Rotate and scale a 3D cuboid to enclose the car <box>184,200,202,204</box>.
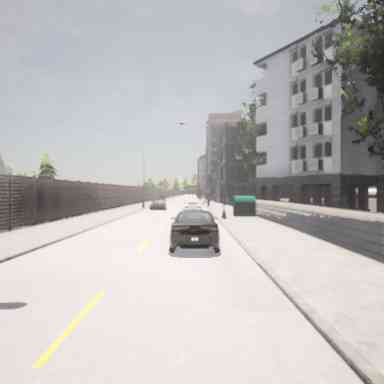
[{"bbox_3d":[0.082,1.546,32.810,1.812,1.442,4.674,0,0,0],"label":"car"}]

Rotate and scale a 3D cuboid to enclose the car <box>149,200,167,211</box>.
[{"bbox_3d":[-4.098,1.626,40.788,1.895,1.301,4.718,0,0,0],"label":"car"}]

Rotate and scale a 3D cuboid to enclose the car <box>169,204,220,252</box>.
[{"bbox_3d":[0.098,1.486,14.000,1.882,1.535,5.008,0,0,0],"label":"car"}]

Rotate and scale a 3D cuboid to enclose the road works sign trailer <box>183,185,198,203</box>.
[{"bbox_3d":[-0.008,0.504,63.992,2.380,3.560,2.880,0,0,0],"label":"road works sign trailer"}]
